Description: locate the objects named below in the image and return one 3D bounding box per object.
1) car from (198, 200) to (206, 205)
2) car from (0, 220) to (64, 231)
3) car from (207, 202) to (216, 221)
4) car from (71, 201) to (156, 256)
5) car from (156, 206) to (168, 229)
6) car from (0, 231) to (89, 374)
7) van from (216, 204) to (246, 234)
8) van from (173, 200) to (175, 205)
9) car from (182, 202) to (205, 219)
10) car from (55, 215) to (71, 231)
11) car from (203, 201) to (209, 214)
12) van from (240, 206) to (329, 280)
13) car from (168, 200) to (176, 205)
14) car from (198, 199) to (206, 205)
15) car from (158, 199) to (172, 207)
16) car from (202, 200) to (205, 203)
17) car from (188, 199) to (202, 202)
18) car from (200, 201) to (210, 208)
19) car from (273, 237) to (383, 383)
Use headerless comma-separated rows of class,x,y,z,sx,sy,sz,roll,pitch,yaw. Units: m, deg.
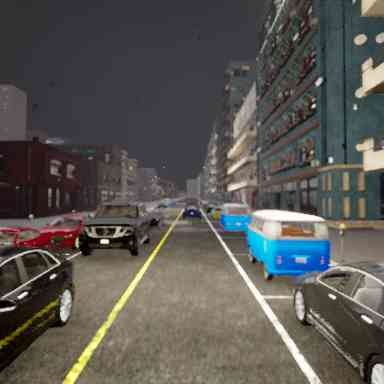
car,2.712,2.868,93.800,2.008,1.369,4.403,1,-1,0
car,-5.679,1.733,10.063,1.802,1.307,4.206,1,-1,0
car,2.705,2.006,32.589,1.752,1.417,4.829,1,-1,0
car,-3.088,1.438,14.510,2.150,2.045,5.566,0,-1,0
car,-3.084,1.968,24.791,1.895,1.301,4.718,0,-1,0
car,-3.094,1.572,4.428,1.837,1.490,4.892,0,-1,0
van,2.707,1.657,21.263,1.690,1.788,3.998,1,-1,0
van,-5.666,2.510,82.603,1.690,1.788,3.998,1,-1,0
car,0.005,2.073,34.614,1.994,1.385,4.181,0,-1,0
car,-5.678,1.778,15.644,1.887,1.381,4.507,1,-1,0
car,2.706,2.202,43.580,1.947,1.339,4.313,1,-1,0
van,2.705,1.493,10.101,1.690,1.788,3.998,1,-1,0
car,-5.668,2.861,93.759,1.887,1.381,4.507,1,-1,0
car,2.713,2.684,88.223,1.967,1.590,4.097,1,-1,0
car,-5.672,2.509,65.860,1.947,1.339,4.313,1,-1,0
car,2.707,2.280,49.160,1.947,1.339,4.313,1,-1,0
car,0.020,2.023,46.165,2.097,1.767,4.553,0,-1,0
car,2.710,2.571,71.482,2.008,1.369,4.403,1,-1,0
car,2.702,1.620,4.519,2.008,1.369,4.403,1,-1,0
